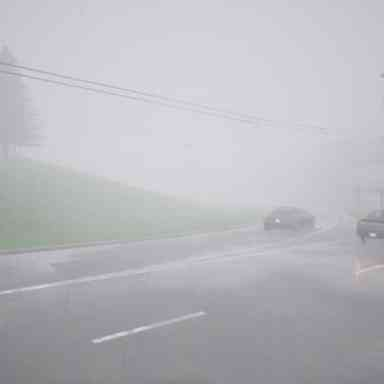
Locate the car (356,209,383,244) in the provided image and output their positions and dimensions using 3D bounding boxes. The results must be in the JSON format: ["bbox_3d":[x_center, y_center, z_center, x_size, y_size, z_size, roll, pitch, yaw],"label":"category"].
[{"bbox_3d":[9.064,1.465,14.413,4.902,1.511,2.128,0,0,-35],"label":"car"}]

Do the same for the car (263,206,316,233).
[{"bbox_3d":[5.815,1.529,19.611,1.994,1.385,4.181,0,0,36],"label":"car"}]
